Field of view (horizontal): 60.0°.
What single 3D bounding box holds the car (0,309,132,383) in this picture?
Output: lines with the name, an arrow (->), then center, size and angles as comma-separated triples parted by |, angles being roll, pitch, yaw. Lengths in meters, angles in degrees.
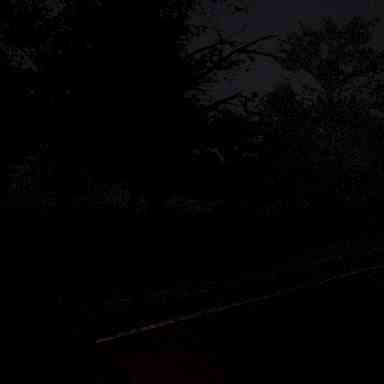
car -> -2.858, 1.599, 1.936 | 4.718, 1.301, 1.895 | 0, 0, -36
